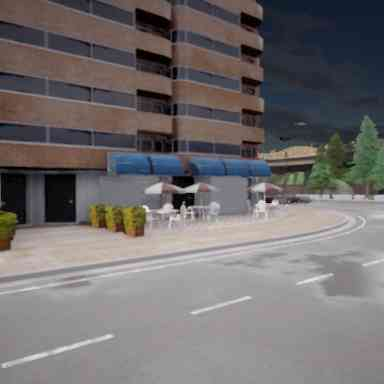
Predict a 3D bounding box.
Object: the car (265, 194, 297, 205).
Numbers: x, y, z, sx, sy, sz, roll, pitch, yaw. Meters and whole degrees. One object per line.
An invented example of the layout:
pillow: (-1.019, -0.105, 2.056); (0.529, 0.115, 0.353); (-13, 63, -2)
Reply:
car: (11.411, 1.034, 44.519); (1.994, 1.385, 4.181); (-1, 0, -31)

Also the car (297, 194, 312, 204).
car: (14.451, 0.942, 46.220); (1.812, 1.442, 4.674); (-1, 0, -31)
